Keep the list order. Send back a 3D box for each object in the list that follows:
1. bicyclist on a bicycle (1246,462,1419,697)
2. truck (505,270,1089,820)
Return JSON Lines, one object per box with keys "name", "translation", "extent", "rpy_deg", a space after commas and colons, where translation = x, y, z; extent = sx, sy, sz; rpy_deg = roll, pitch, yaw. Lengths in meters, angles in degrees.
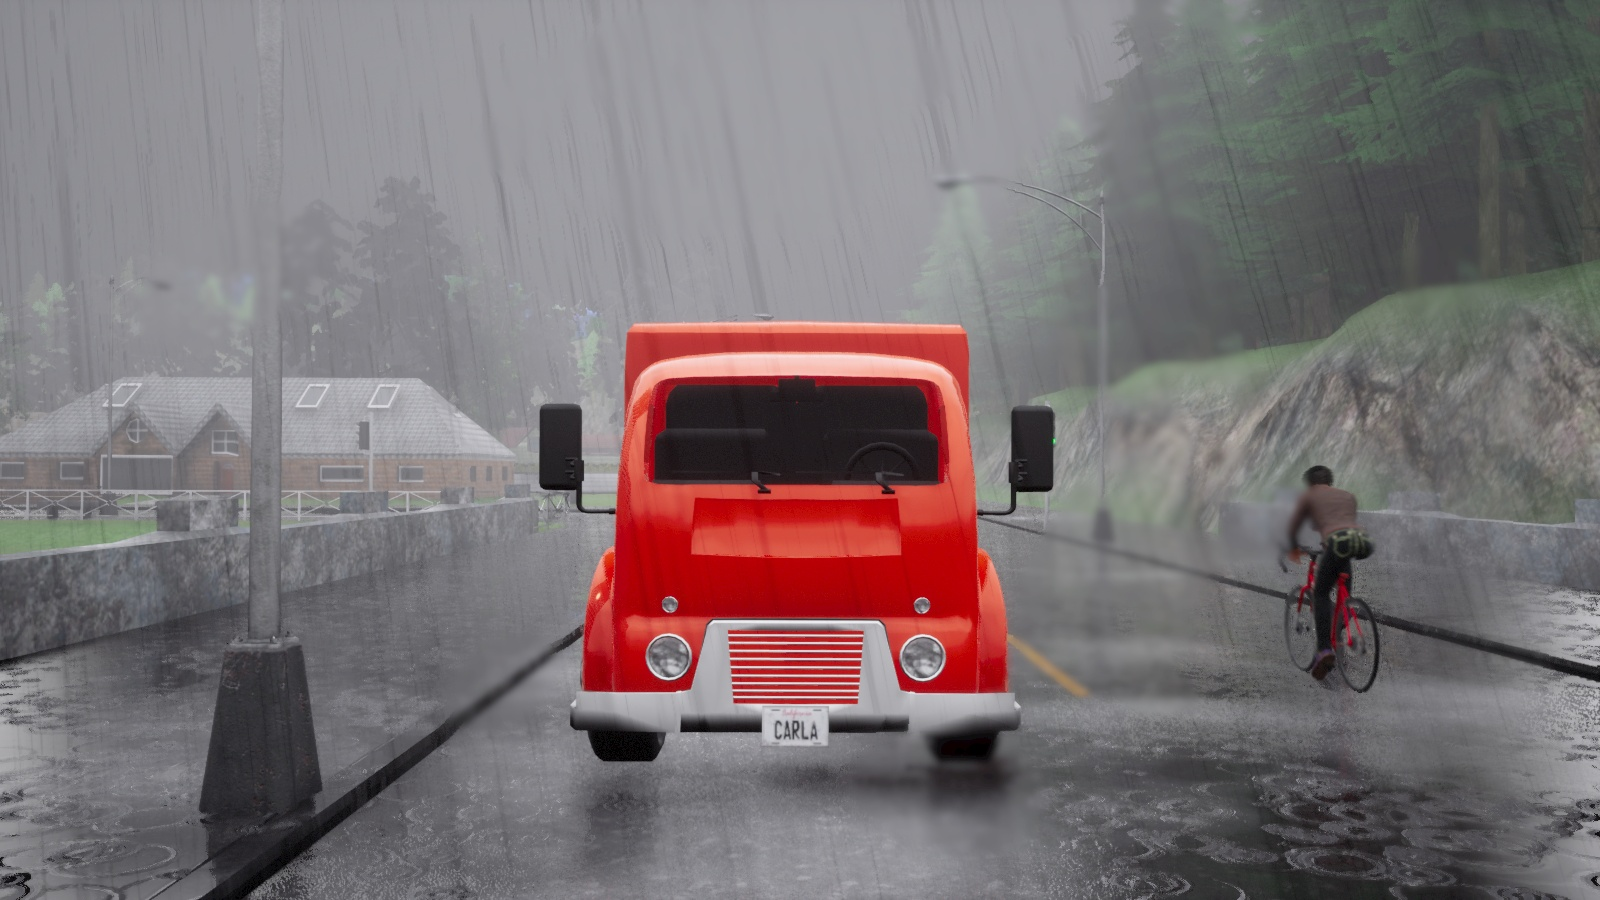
{"name": "bicyclist on a bicycle", "translation": [3.975, 0.911, 9.513], "extent": [0.582, 1.620, 1.656], "rpy_deg": [0, -1, 0]}
{"name": "truck", "translation": [-0.024, 0.466, 8.268], "extent": [2.627, 2.467, 5.204], "rpy_deg": [0, -1, 0]}
